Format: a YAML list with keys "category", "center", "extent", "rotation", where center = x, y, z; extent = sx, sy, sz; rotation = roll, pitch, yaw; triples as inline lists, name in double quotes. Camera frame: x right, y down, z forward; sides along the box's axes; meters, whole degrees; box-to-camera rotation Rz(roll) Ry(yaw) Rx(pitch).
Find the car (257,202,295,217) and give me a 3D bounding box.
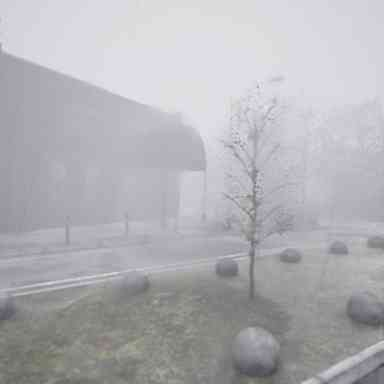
- category: "car"
  center: [9.752, 1.954, 39.619]
  extent: [4.553, 1.767, 2.097]
  rotation: [1, -1, 32]
